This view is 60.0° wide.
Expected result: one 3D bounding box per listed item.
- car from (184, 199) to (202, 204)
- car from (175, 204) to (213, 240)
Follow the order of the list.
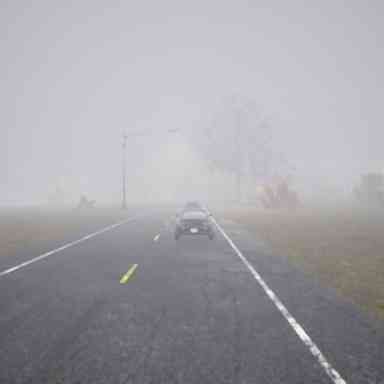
[{"bbox_3d":[0.092,1.578,39.821,1.837,1.490,4.892,0,0,0],"label":"car"},{"bbox_3d":[0.097,1.556,17.170,1.812,1.442,4.674,0,0,0],"label":"car"}]
